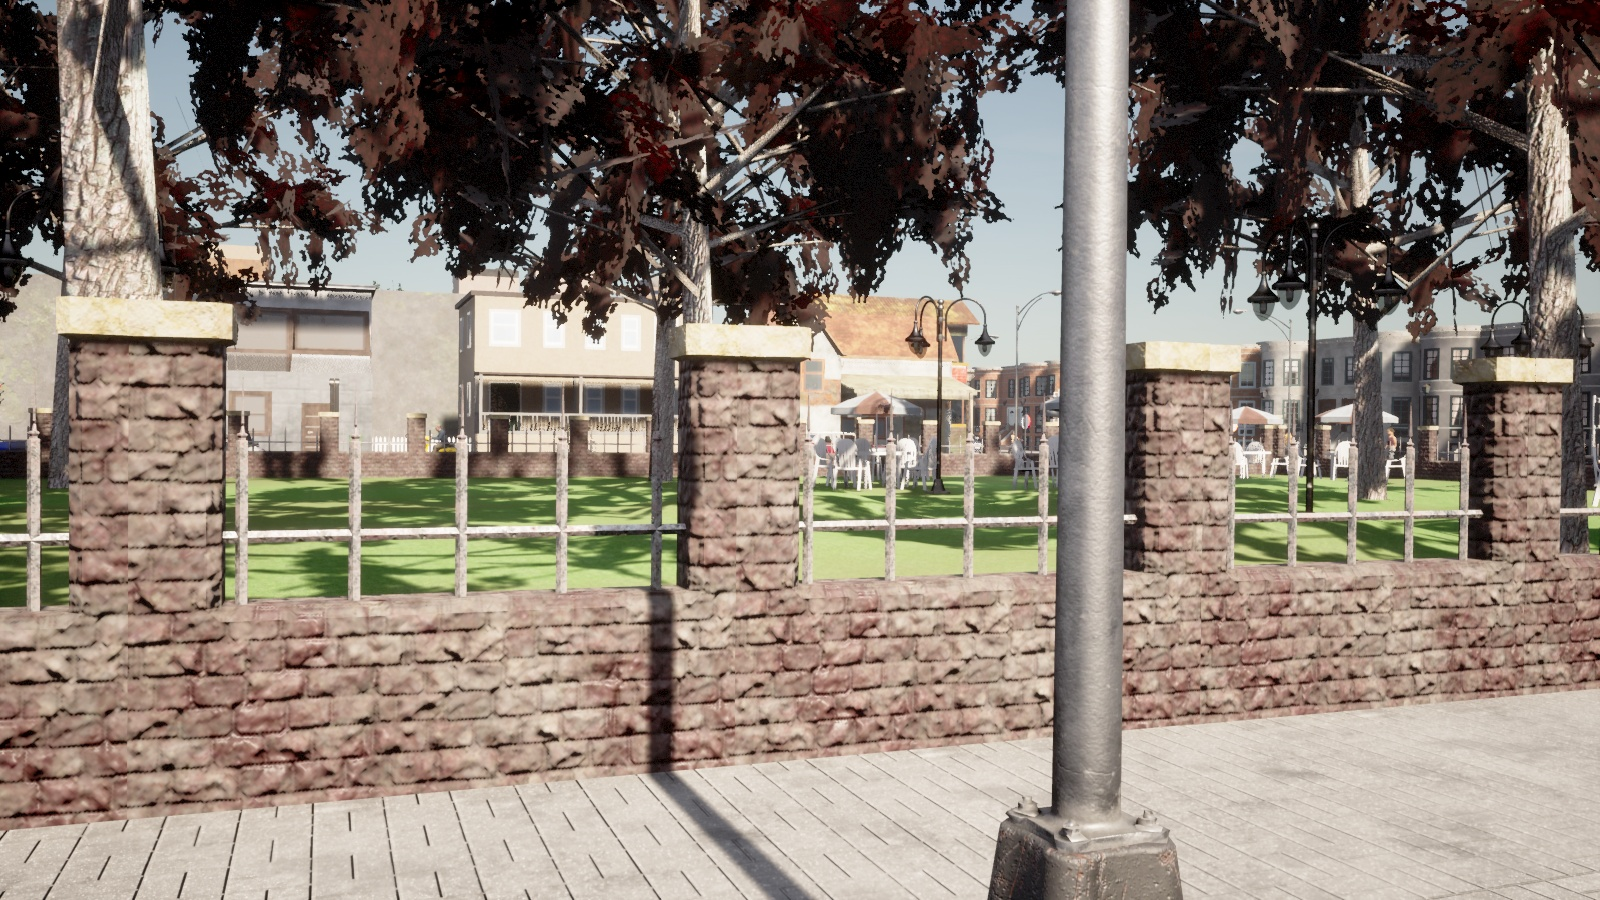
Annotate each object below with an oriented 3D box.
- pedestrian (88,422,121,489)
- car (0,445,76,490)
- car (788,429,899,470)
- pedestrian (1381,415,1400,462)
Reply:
[{"bbox_3d":[-19.314,0.149,34.861,0.720,1.854,0.376,-1,1,-21],"label":"pedestrian"},{"bbox_3d":[-25.008,0.544,38.421,4.718,1.301,1.895,-1,1,-21],"label":"car"},{"bbox_3d":[1.676,-0.044,48.533,3.806,1.475,1.970,-1,1,-21],"label":"car"},{"bbox_3d":[23.397,-0.466,49.739,0.594,1.836,0.345,-1,1,2],"label":"pedestrian"}]
